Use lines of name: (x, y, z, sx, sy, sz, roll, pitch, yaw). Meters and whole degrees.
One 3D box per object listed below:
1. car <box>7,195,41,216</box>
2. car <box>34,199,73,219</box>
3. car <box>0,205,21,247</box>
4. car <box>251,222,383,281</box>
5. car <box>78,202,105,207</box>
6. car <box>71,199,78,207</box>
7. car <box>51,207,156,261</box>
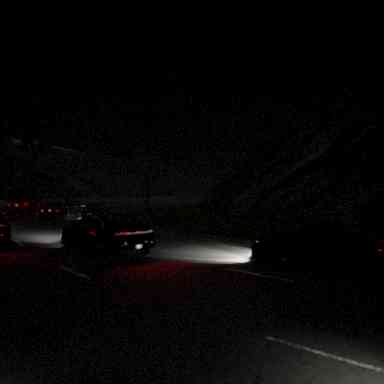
car: (-16.729, 1.326, 33.480, 2.150, 2.045, 5.566, 0, 0, -10)
car: (-12.706, 1.653, 30.798, 2.033, 1.411, 5.357, 0, 0, -13)
car: (-9.115, 1.531, 14.497, 2.128, 1.511, 4.902, 0, 0, -35)
car: (3.954, 1.629, 10.206, 4.181, 1.385, 1.994, 0, 0, 39)
car: (-7.727, 1.649, 26.476, 2.033, 1.411, 5.357, 0, 0, -21)
car: (-19.762, 1.753, 53.366, 1.994, 1.385, 4.181, 0, 0, 18)
car: (-3.303, 1.542, 12.574, 2.128, 1.511, 4.902, 0, 0, -41)
